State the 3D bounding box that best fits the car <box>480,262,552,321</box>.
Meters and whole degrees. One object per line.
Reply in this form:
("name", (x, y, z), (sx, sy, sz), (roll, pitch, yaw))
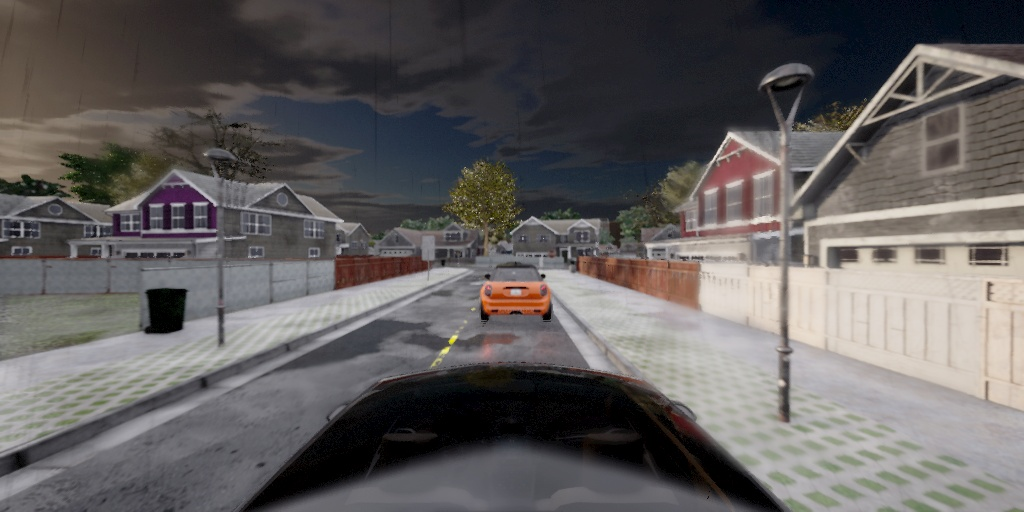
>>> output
("car", (0.110, 1.012, 12.145), (2.097, 1.767, 4.553), (0, 1, 0))
